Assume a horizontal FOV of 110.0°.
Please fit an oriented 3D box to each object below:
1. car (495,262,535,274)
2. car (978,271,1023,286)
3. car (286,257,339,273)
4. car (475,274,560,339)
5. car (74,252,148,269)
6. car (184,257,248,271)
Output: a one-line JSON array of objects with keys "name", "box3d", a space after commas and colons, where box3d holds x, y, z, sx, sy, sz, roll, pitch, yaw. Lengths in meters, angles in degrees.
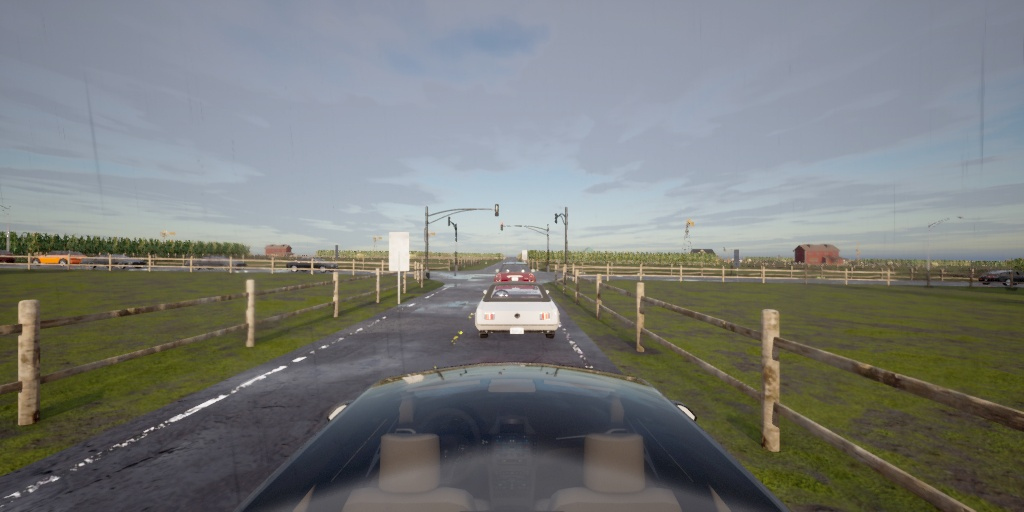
[{"name": "car", "box3d": [0.171, 1.103, 19.068, 2.097, 1.767, 4.553, 0, 0, 1]}, {"name": "car", "box3d": [50.703, 2.256, 36.485, 4.892, 1.490, 1.837, 1, 0, 0]}, {"name": "car", "box3d": [-20.334, 0.896, 36.664, 4.892, 1.490, 1.837, 1, 0, 0]}, {"name": "car", "box3d": [0.120, 1.351, 10.080, 1.895, 1.301, 4.718, 0, 0, 0]}, {"name": "car", "box3d": [-40.745, 0.570, 36.727, 5.357, 1.411, 2.033, 1, 0, 1]}, {"name": "car", "box3d": [-30.223, 0.759, 36.694, 5.357, 1.411, 2.033, 1, 0, 1]}]
